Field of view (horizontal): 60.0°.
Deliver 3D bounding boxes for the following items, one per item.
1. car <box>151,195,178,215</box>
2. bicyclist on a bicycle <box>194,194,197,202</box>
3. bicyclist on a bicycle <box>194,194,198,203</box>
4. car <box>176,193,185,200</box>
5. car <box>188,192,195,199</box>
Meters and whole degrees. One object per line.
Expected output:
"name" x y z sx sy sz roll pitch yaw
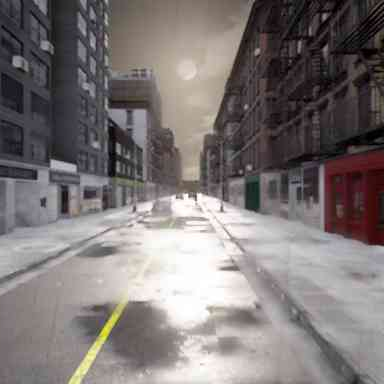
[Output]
"car" -2.851 1.383 32.601 2.128 1.511 4.902 0 0 0
"bicyclist on a bicycle" 0.743 1.170 69.905 0.582 1.620 1.656 0 0 0
"bicyclist on a bicycle" 0.744 1.134 60.828 0.659 1.776 1.843 0 1 0
"car" -2.765 1.062 74.624 1.837 1.490 4.892 0 0 0
"car" -0.017 0.790 87.981 2.097 1.767 4.553 0 0 0
